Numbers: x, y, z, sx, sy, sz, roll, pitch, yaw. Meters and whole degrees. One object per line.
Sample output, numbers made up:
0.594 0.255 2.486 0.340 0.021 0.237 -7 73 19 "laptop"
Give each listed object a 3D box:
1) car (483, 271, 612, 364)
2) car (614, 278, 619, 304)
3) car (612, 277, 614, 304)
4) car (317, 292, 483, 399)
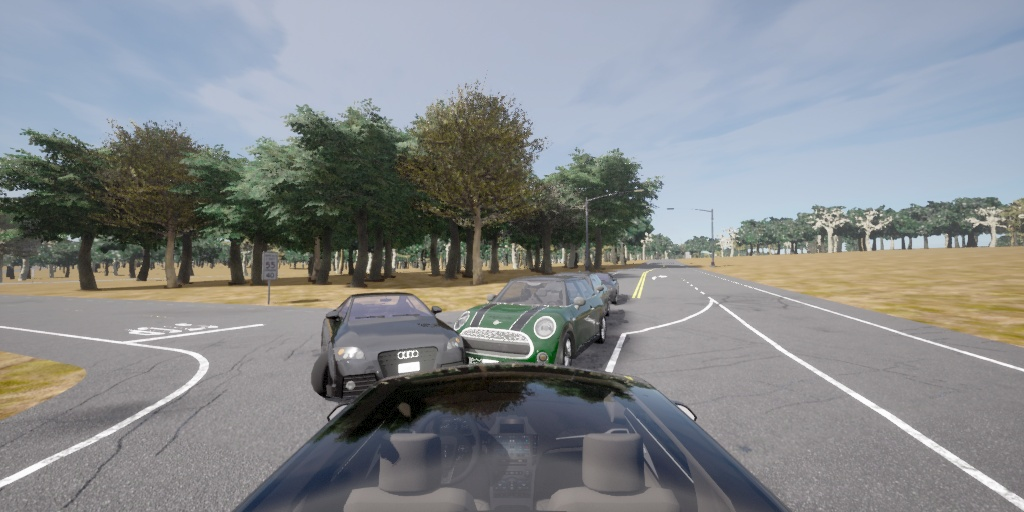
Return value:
0.624 1.218 7.776 2.097 1.767 4.553 -1 -2 26 "car"
4.229 1.509 17.814 1.994 1.385 4.181 -1 0 19 "car"
2.032 1.344 12.088 2.097 1.767 4.553 -1 -1 21 "car"
-2.348 1.375 6.572 1.994 1.385 4.181 1 -2 -29 "car"
